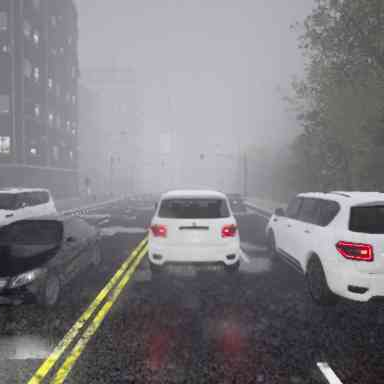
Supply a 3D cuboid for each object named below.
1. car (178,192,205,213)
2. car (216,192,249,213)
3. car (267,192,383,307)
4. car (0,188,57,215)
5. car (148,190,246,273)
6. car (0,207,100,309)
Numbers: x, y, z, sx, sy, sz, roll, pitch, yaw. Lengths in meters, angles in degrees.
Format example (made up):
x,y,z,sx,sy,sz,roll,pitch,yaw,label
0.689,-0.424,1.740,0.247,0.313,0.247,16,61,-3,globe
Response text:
x,y,z,sx,sy,sz,roll,pitch,yaw,label
-0.052,0.749,27.195,2.033,1.411,5.357,0,2,0,car
3.198,0.744,27.295,2.033,1.411,5.357,0,2,0,car
3.289,0.992,7.567,2.150,2.045,5.566,0,2,0,car
-6.667,0.880,11.687,2.150,2.045,5.566,0,1,0,car
0.040,0.931,9.798,2.150,2.045,5.566,0,2,0,car
-3.394,1.304,7.462,1.812,1.442,4.674,0,2,0,car
